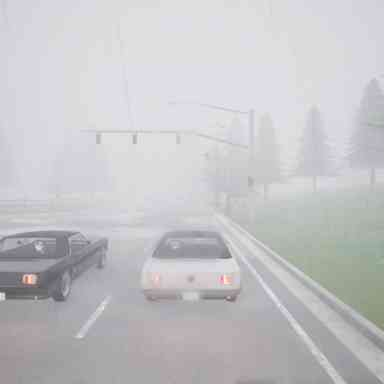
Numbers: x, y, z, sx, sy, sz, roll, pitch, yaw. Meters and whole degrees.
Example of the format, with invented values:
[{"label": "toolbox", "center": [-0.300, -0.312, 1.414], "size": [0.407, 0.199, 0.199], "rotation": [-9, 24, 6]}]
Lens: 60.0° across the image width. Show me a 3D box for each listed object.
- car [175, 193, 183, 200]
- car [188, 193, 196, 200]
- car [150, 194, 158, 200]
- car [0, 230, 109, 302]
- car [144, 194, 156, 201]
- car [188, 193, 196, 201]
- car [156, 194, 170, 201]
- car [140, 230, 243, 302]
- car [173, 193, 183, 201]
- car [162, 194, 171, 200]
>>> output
[{"label": "car", "center": [-3.577, 1.187, 92.460], "size": [2.097, 1.767, 4.553], "rotation": [0, 0, 0]}, {"label": "car", "center": [-0.077, 1.187, 92.463], "size": [2.097, 1.767, 4.553], "rotation": [0, 0, 0]}, {"label": "car", "center": [-10.577, 1.357, 92.484], "size": [1.812, 1.442, 4.674], "rotation": [0, 0, 0]}, {"label": "car", "center": [-3.494, 1.601, 8.233], "size": [1.895, 1.301, 4.718], "rotation": [0, 0, 0]}, {"label": "car", "center": [-10.569, 1.588, 82.511], "size": [1.895, 1.301, 4.718], "rotation": [0, 0, 0]}, {"label": "car", "center": [-0.069, 1.517, 82.073], "size": [2.128, 1.511, 4.902], "rotation": [0, 0, 0]}, {"label": "car", "center": [-7.069, 1.517, 82.067], "size": [2.128, 1.511, 4.902], "rotation": [0, 0, 0]}, {"label": "car", "center": [0.006, 1.601, 8.236], "size": [1.895, 1.301, 4.718], "rotation": [0, 0, 0]}, {"label": "car", "center": [-3.569, 1.348, 82.456], "size": [2.097, 1.767, 4.553], "rotation": [0, 0, 0]}, {"label": "car", "center": [-7.077, 1.372, 92.487], "size": [2.033, 1.411, 5.357], "rotation": [0, 0, 0]}]
